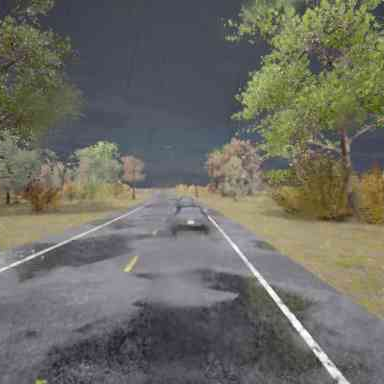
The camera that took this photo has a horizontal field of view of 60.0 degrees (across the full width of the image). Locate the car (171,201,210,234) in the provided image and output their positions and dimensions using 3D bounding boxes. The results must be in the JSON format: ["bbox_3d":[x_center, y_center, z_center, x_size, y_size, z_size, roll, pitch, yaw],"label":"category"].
[{"bbox_3d":[-0.097,1.397,17.992,1.994,1.385,4.181,0,1,-1],"label":"car"}]

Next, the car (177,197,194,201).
[{"bbox_3d":[-0.691,1.209,37.583,1.994,1.385,4.181,0,1,-2],"label":"car"}]

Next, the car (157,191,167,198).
[{"bbox_3d":[-7.095,0.786,80.309,1.994,1.385,4.181,0,1,-5],"label":"car"}]
